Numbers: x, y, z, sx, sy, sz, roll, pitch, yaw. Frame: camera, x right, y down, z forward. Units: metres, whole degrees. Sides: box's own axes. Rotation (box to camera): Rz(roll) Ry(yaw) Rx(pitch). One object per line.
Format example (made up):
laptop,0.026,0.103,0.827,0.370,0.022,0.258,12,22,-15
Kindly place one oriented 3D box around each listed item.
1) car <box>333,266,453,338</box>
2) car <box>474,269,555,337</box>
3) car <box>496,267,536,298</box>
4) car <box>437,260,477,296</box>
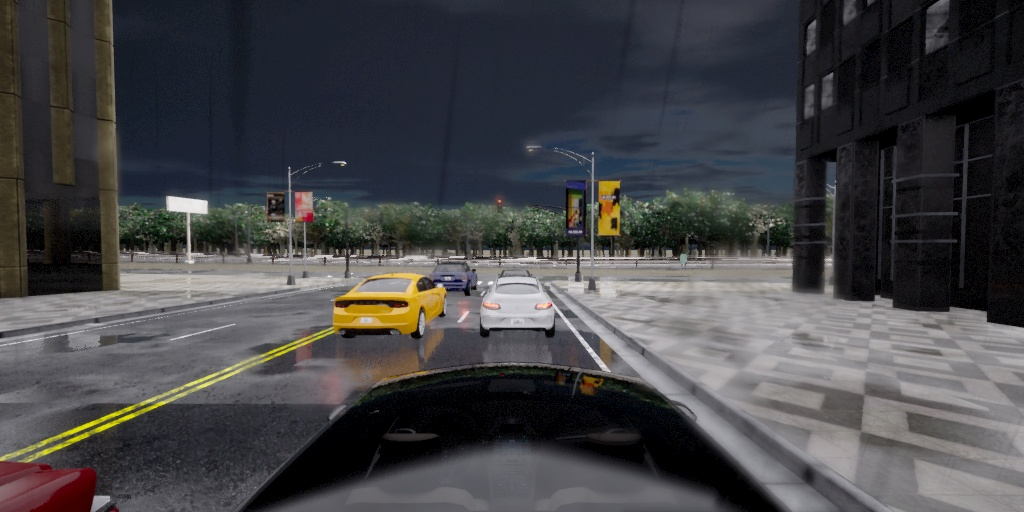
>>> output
car,-3.114,1.223,10.157,1.882,1.535,5.008,0,0,0
car,0.138,1.271,10.166,1.812,1.442,4.674,0,0,0
car,0.180,1.342,19.328,1.895,1.301,4.718,0,0,0
car,-3.071,1.093,19.339,2.097,1.767,4.553,0,0,0
